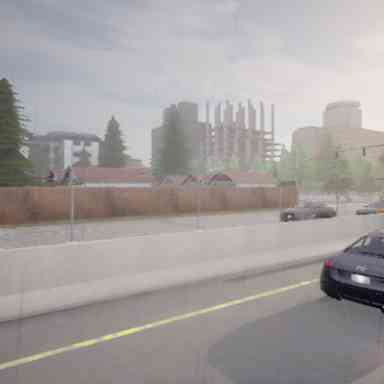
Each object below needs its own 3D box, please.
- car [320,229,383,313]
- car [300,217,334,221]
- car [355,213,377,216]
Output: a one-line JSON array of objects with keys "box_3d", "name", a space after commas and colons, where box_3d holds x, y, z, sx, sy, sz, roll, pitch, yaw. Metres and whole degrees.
[{"box_3d": [4.608, 1.486, 7.032, 4.181, 1.385, 1.994, -1, 0, -35], "name": "car"}, {"box_3d": [7.881, 1.370, 22.493, 4.181, 1.385, 1.994, -1, 0, -35], "name": "car"}, {"box_3d": [12.484, 1.252, 21.463, 5.008, 1.535, 1.882, -1, 0, -35], "name": "car"}]
